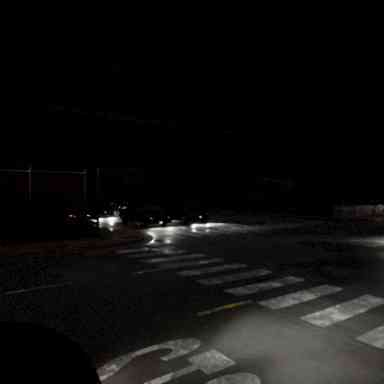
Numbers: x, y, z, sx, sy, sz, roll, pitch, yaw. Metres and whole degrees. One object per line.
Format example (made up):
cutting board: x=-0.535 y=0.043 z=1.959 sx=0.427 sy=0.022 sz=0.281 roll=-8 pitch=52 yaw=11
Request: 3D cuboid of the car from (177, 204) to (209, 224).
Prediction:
car: x=-0.536 y=1.619 z=25.643 sx=1.994 sy=1.385 sz=4.181 roll=0 pitch=0 yaw=-35

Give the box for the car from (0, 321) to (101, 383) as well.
car: x=-2.915 y=1.492 z=1.667 sx=4.902 sy=1.511 sz=2.128 roll=0 pitch=0 yaw=-35

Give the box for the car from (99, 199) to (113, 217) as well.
car: x=-8.894 y=1.619 z=31.369 sx=1.994 sy=1.385 sz=4.181 roll=0 pitch=0 yaw=-35

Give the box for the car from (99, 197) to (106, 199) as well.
car: x=-11.224 y=1.407 z=40.648 sx=2.097 sy=1.767 sz=4.553 roll=0 pitch=0 yaw=-36

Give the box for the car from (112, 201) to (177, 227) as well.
car: x=-3.552 y=1.602 z=23.847 sx=2.033 sy=1.411 sz=5.357 roll=0 pitch=0 yaw=-35
